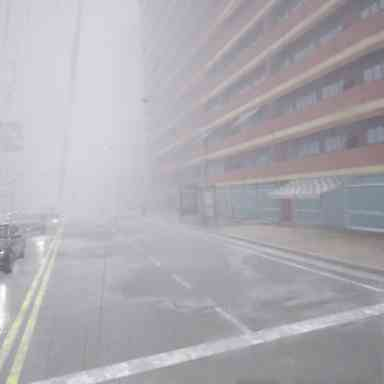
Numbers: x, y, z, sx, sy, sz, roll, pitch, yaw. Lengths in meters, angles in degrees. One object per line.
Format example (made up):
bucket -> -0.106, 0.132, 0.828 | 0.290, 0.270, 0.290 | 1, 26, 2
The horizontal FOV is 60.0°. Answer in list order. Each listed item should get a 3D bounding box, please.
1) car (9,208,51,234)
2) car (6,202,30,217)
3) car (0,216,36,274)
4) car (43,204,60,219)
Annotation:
car -> -11.284, 2.179, 23.510 | 1.812, 1.442, 4.674 | -3, 0, -20
car -> -20.868, 2.527, 40.099 | 2.097, 1.767, 4.553 | -3, 0, -19
car -> -7.092, 1.903, 11.733 | 2.128, 1.511, 4.902 | -3, 0, -20
car -> -17.319, 2.351, 40.535 | 2.097, 1.767, 4.553 | -3, 0, -19
